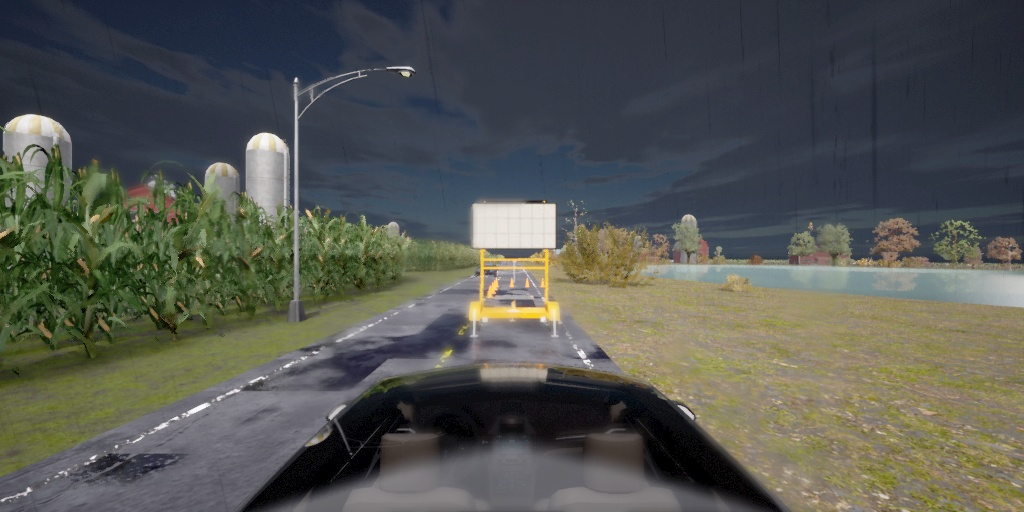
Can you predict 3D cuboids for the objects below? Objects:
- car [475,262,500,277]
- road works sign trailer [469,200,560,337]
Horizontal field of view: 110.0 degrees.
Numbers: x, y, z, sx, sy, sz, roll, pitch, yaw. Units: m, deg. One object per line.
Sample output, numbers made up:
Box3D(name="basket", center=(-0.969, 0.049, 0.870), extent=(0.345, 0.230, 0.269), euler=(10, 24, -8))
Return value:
Box3D(name="car", center=(-2.500, 1.346, 35.413), extent=(1.994, 1.385, 4.181), euler=(0, 0, 0))
Box3D(name="road works sign trailer", center=(0.069, 0.217, 10.259), extent=(2.380, 3.560, 2.880), euler=(0, 0, 0))
